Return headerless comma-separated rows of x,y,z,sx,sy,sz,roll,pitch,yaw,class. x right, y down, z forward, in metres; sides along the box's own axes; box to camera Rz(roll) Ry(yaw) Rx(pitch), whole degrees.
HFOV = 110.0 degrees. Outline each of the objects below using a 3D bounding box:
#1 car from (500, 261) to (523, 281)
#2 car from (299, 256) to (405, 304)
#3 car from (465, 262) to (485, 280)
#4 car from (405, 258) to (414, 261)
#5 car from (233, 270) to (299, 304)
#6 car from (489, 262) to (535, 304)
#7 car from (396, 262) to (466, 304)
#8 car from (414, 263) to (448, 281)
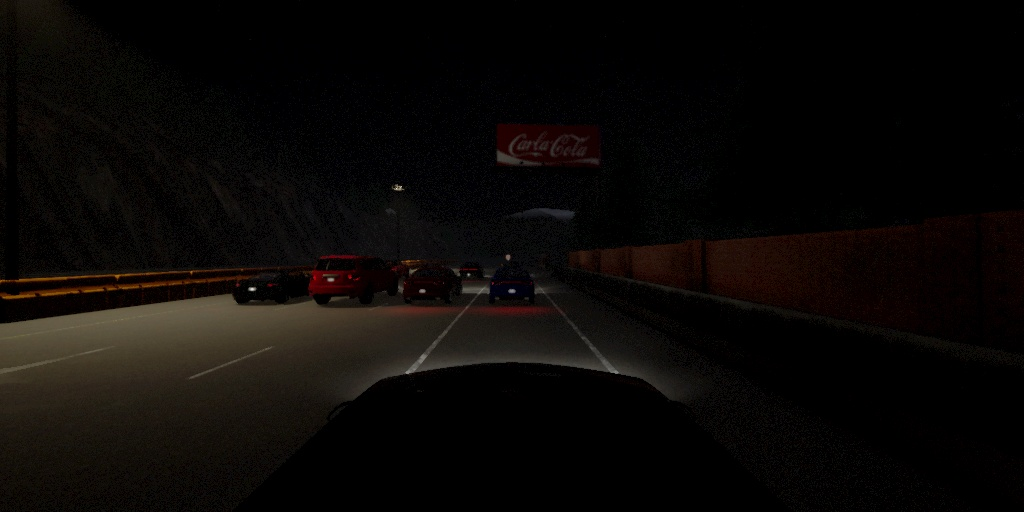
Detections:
-0.014,1.234,31.520,1.882,1.535,5.008,0,0,0,car
-7.000,1.006,16.530,2.150,2.045,5.566,0,0,0,car
-3.514,1.265,31.515,1.837,1.490,4.892,0,0,0,car
-10.514,1.115,31.477,2.097,1.767,4.553,0,0,0,car
-10.500,1.321,16.500,1.994,1.385,4.181,0,0,0,car
0.000,1.234,16.500,1.882,1.535,5.008,0,0,0,car
-3.500,1.234,16.500,1.882,1.535,5.008,0,0,0,car
-7.014,1.321,31.511,1.994,1.385,4.181,0,0,0,car
